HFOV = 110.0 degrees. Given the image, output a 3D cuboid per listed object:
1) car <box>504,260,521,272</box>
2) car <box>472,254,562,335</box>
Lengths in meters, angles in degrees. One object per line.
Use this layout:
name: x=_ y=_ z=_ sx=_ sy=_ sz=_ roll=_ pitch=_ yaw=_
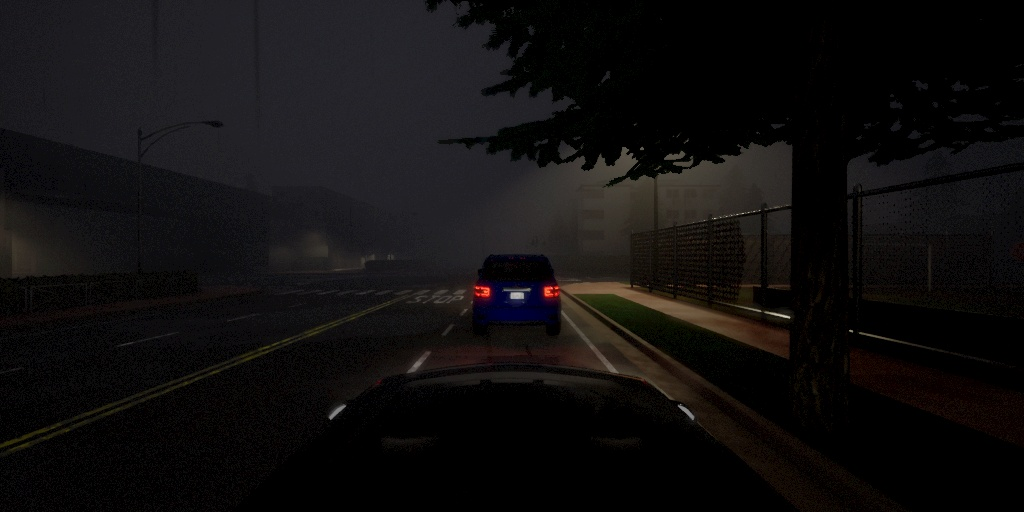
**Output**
car: x=0.068 y=1.242 z=46.452 sx=2.128 sy=1.511 sz=4.902 roll=0 pitch=0 yaw=-1
car: x=0.125 y=0.972 z=10.609 sx=2.150 sy=2.045 sz=5.566 roll=0 pitch=0 yaw=0
